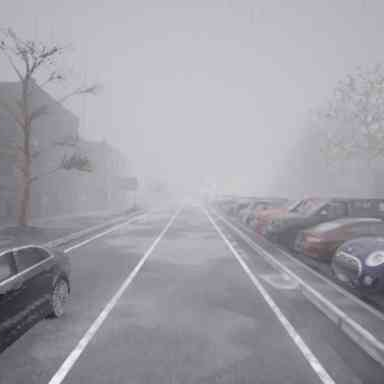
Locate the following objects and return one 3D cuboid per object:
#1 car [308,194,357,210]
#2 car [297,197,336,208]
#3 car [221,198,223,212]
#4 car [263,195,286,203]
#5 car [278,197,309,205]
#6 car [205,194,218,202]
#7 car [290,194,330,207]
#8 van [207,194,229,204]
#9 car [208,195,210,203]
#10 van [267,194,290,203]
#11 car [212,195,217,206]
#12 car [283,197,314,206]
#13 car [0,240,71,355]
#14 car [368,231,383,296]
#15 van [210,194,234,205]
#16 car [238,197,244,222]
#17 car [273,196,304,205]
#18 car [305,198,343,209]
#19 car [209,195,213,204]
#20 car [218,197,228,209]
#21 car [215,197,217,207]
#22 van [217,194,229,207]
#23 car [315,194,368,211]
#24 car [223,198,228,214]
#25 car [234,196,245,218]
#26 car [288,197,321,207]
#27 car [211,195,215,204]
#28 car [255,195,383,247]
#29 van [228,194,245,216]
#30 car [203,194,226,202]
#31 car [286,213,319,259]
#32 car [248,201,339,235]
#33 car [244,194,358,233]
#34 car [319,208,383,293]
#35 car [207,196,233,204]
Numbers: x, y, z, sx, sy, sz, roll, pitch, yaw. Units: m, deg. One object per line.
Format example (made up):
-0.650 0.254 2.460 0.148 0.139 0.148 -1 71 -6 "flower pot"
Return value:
18.660 1.321 44.396 5.566 2.045 2.435 0 0 0 "car"
18.674 1.587 49.964 5.008 1.535 2.097 0 0 0 "car"
5.601 1.580 32.935 4.792 1.488 2.163 0 0 0 "car"
18.612 1.582 75.028 4.553 1.767 2.185 0 0 0 "car"
18.654 1.636 61.103 5.008 1.535 2.097 0 0 0 "car"
5.614 1.369 58.162 5.566 2.045 2.435 0 0 0 "car"
18.646 1.345 52.751 5.566 2.045 2.435 0 0 0 "car"
5.452 1.450 69.376 4.442 1.987 1.878 0 0 0 "van"
5.586 1.607 55.354 4.892 1.521 2.231 0 0 0 "car"
18.761 1.465 72.248 4.442 1.987 1.878 0 0 0 "van"
5.796 1.567 44.149 5.366 1.575 1.946 0 0 0 "car"
18.635 1.652 58.318 4.792 1.488 2.163 0 0 0 "car"
-3.252 1.508 4.574 2.128 1.511 4.902 0 0 0 "car"
5.673 1.504 4.903 4.892 1.521 2.231 0 0 0 "car"
5.692 1.422 63.770 4.442 1.987 1.878 0 0 0 "van"
5.619 1.406 21.722 4.553 1.767 2.185 0 0 0 "car"
18.470 1.647 63.889 5.366 1.575 1.946 0 0 0 "car"
18.682 1.619 47.303 4.674 1.452 2.002 0 0 0 "car"
5.566 1.624 52.556 4.792 1.488 2.163 0 0 0 "car"
5.596 1.585 35.738 4.792 1.488 2.163 0 0 0 "car"
5.644 1.595 41.345 4.792 1.488 2.163 0 0 0 "car"
5.503 1.334 38.542 4.442 1.987 1.878 0 0 0 "van"
18.666 1.316 41.734 5.566 2.045 2.435 0 0 0 "car"
5.630 1.546 30.132 5.008 1.535 2.097 0 0 0 "car"
5.676 1.411 24.526 4.553 1.767 2.185 0 0 0 "car"
18.698 1.638 55.533 4.792 1.488 2.163 0 0 0 "car"
5.600 1.576 46.948 5.008 1.535 2.097 0 0 0 "car"
5.636 1.266 13.313 5.566 2.045 2.435 0 0 0 "car"
5.523 1.315 27.329 4.442 1.987 1.878 0 0 0 "van"
5.590 1.521 83.391 5.566 2.045 2.435 0 -1 0 "car"
5.667 1.552 10.509 4.674 1.452 2.002 0 0 0 "car"
5.624 1.401 18.919 4.553 1.767 2.185 0 0 0 "car"
5.632 1.271 16.116 5.566 2.045 2.435 0 0 0 "car"
5.706 1.382 7.706 4.553 1.767 2.185 0 0 0 "car"
5.566 1.663 66.571 4.892 1.521 2.231 0 0 0 "car"
